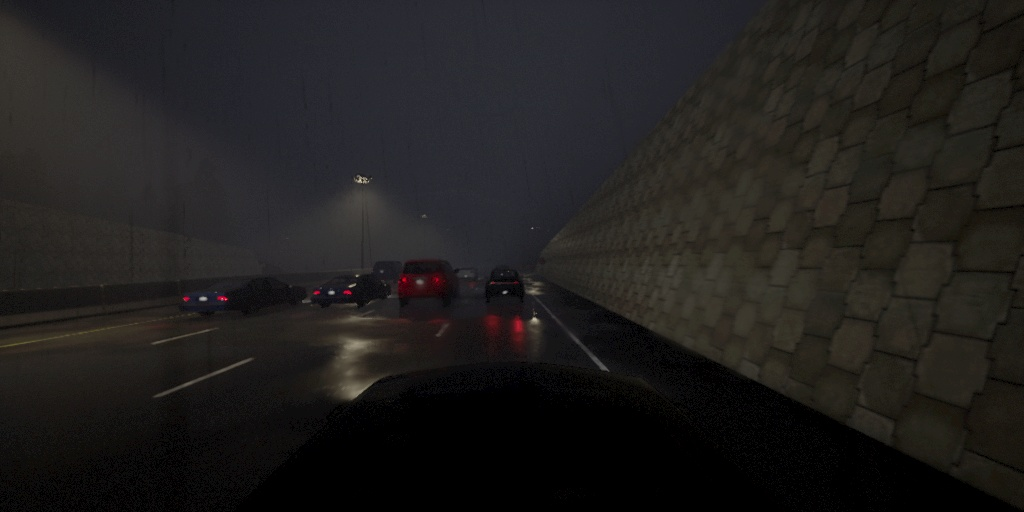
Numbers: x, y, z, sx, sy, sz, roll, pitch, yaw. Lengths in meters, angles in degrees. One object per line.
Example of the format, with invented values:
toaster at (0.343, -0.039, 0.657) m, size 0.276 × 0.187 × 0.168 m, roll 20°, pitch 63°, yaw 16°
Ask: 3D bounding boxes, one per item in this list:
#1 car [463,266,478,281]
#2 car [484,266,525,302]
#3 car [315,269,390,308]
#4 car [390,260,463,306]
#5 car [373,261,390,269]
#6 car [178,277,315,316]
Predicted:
car at (-4.530, 1.751, 36.868) m, size 1.812 × 1.442 × 4.674 m, roll -1°, pitch 0°, yaw -2°
car at (-0.396, 1.450, 18.402) m, size 2.128 × 1.511 × 4.902 m, roll -1°, pitch -1°, yaw -2°
car at (-7.350, 1.560, 16.938) m, size 2.033 × 1.411 × 5.357 m, roll -1°, pitch -1°, yaw -2°
car at (-3.867, 1.204, 17.424) m, size 2.150 × 2.045 × 5.566 m, roll -1°, pitch -1°, yaw -2°
car at (-11.432, 1.485, 33.919) m, size 2.150 × 2.045 × 5.566 m, roll -1°, pitch 0°, yaw -2°
car at (-10.784, 1.571, 14.960) m, size 2.033 × 1.411 × 5.357 m, roll -1°, pitch -1°, yaw -1°
